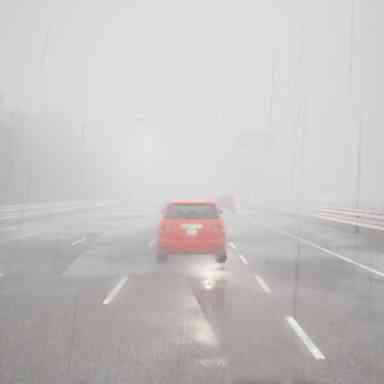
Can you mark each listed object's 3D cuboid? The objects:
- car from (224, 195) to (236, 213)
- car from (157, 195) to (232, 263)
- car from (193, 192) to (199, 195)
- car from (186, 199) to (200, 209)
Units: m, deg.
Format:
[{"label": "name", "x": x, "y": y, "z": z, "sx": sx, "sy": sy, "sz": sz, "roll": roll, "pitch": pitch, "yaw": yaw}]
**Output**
[{"label": "car", "x": 3.676, "y": 1.311, "z": 37.984, "sx": 2.150, "sy": 2.045, "sz": 5.566, "roll": 0, "pitch": 0, "yaw": 0}, {"label": "car", "x": -0.004, "y": 1.262, "z": 12.299, "sx": 2.150, "sy": 2.045, "sz": 5.566, "roll": 0, "pitch": 0, "yaw": 0}, {"label": "car", "x": 0.568, "y": 1.499, "z": 84.346, "sx": 1.812, "sy": 1.442, "sz": 4.674, "roll": 0, "pitch": 0, "yaw": 1}, {"label": "car", "x": 0.141, "y": 1.692, "z": 47.915, "sx": 1.895, "sy": 1.301, "sz": 4.718, "roll": 0, "pitch": 0, "yaw": 0}]
